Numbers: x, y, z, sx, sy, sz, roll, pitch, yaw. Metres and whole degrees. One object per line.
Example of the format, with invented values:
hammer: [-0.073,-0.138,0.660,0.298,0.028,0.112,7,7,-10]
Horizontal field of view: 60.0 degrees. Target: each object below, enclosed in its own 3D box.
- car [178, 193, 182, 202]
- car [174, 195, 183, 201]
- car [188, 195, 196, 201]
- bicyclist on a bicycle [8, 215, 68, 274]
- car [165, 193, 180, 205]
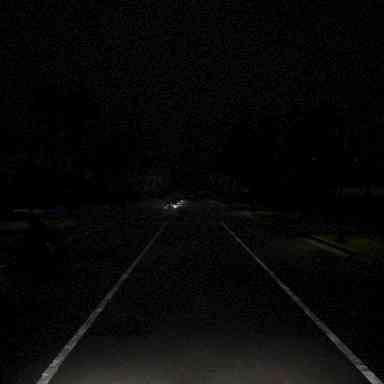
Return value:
car: [-3.543,1.225,71.187,2.150,2.045,5.566,0,0,0]
car: [-3.553,1.525,86.846,2.128,1.511,4.902,0,0,0]
car: [-0.054,1.478,88.449,1.882,1.535,5.008,0,0,0]
bicyclist on a bicycle: [-4.241,1.453,9.131,1.656,1.620,0.582,0,0,0]
car: [-3.620,1.478,58.560,1.882,1.535,5.008,0,0,0]
